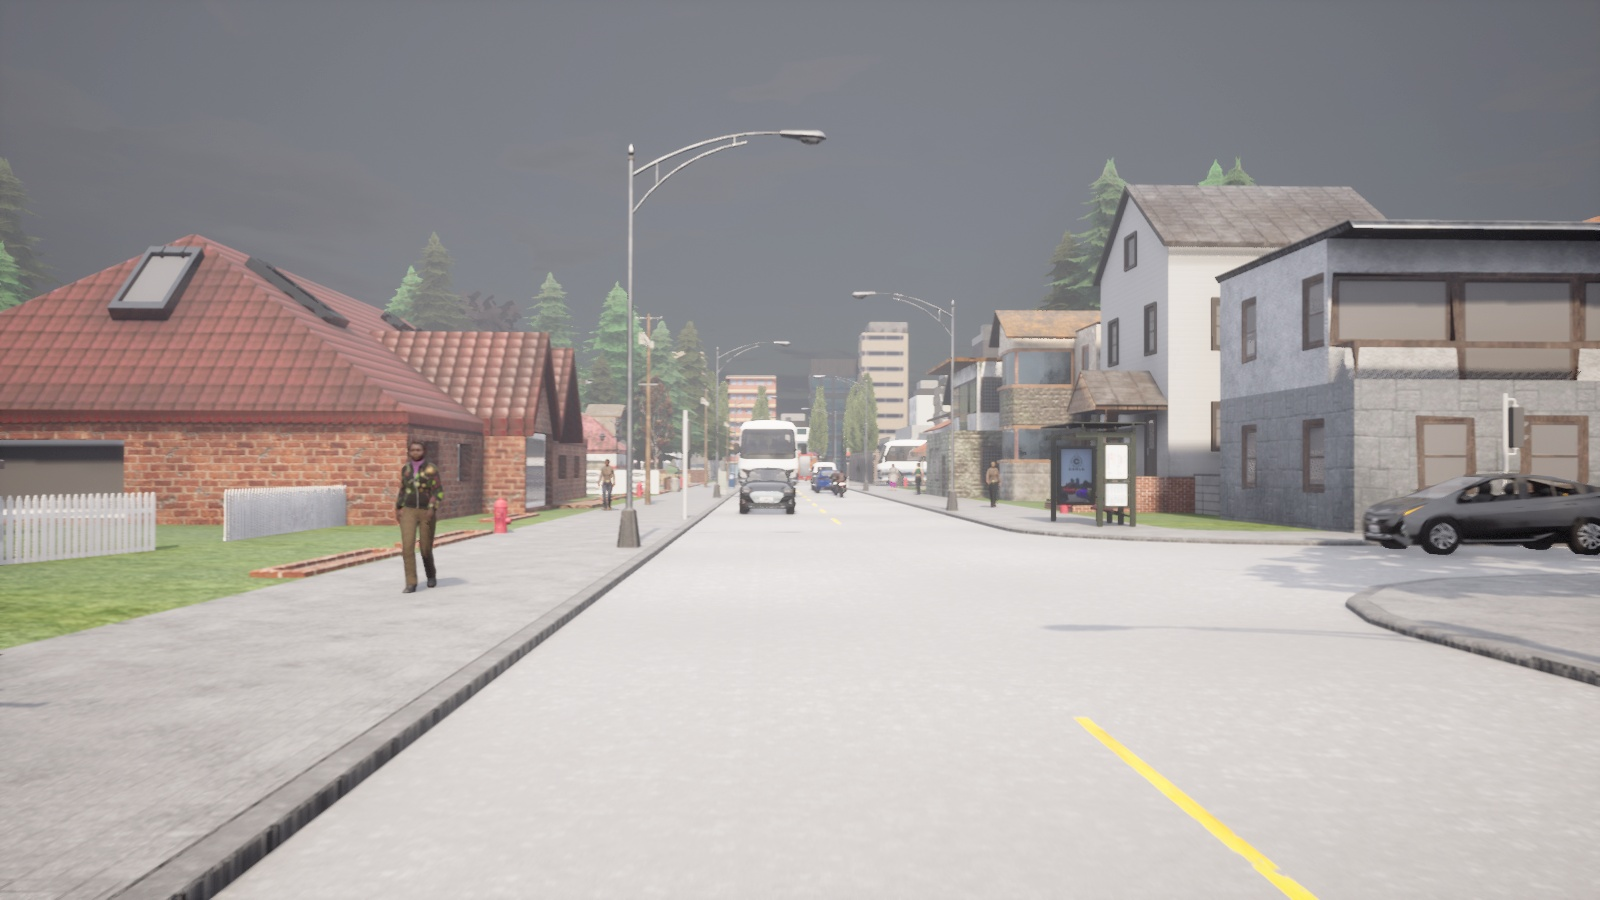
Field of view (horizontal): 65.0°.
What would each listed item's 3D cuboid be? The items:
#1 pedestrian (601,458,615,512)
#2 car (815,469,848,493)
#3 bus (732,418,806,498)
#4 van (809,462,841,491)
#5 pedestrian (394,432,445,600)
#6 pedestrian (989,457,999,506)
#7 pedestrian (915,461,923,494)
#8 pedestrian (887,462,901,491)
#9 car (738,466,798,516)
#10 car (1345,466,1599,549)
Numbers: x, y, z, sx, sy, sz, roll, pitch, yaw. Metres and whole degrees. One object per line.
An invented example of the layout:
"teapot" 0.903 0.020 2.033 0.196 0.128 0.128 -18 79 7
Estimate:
"pedestrian" -6.504 1.185 42.515 0.328 1.805 0.869 0 -1 -1
"car" 1.996 2.011 81.858 1.882 1.535 5.008 0 -1 -2
"bus" -1.773 0.521 71.807 3.944 4.253 10.273 0 -1 -1
"van" 1.782 1.896 91.064 2.069 2.038 4.480 0 -1 -2
"pedestrian" -4.455 0.760 14.726 0.395 1.930 0.692 0 -1 -2
"pedestrian" 7.402 1.212 47.883 0.331 1.846 0.634 0 -1 7
"pedestrian" 6.834 1.578 72.110 0.345 1.836 0.594 0 -1 -2
"pedestrian" 6.375 1.776 85.198 0.659 1.952 0.873 -1 -1 27
"car" -1.114 1.418 44.715 2.033 1.649 4.856 0 -1 -1
"car" 13.214 1.072 24.237 4.514 1.525 2.007 0 -1 -1
